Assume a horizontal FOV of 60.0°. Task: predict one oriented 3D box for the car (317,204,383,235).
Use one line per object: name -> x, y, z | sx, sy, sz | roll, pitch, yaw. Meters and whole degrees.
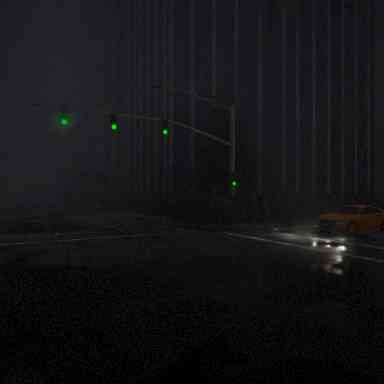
car -> 9.236, 1.478, 18.837 | 5.008, 1.535, 1.882 | 0, 0, -30
